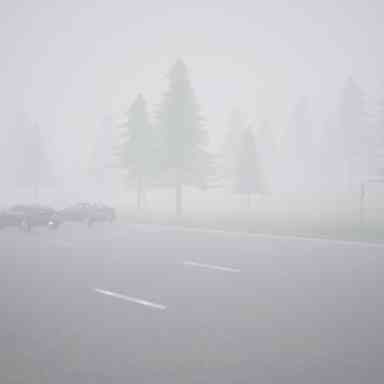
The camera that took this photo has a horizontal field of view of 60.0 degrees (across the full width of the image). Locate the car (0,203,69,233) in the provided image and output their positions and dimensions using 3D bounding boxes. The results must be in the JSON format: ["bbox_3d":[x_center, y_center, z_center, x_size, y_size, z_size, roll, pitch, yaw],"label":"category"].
[{"bbox_3d":[-9.629,1.438,19.462,4.892,1.490,1.837,0,0,36],"label":"car"}]

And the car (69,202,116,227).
[{"bbox_3d":[-7.134,1.423,21.987,4.902,1.511,2.128,0,0,35],"label":"car"}]
